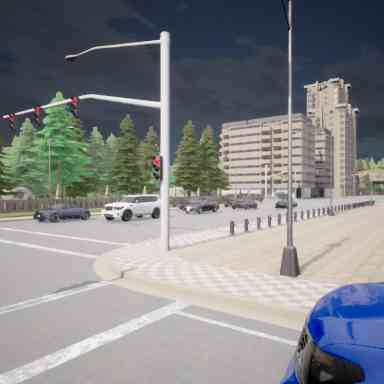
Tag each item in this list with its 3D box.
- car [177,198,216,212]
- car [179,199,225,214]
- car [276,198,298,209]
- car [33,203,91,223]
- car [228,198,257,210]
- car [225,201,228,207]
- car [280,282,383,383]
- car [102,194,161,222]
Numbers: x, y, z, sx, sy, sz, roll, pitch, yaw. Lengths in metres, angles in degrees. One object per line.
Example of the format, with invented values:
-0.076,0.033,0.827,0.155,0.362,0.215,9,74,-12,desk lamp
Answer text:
0.641,1.547,40.726,2.033,1.411,5.357,0,0,36,car
1.058,1.491,35.283,2.128,1.511,4.902,0,0,36,car
13.114,1.564,45.826,1.994,1.385,4.181,0,0,35,car
-9.999,1.564,25.809,1.994,1.385,4.181,0,0,35,car
6.884,1.564,43.426,1.994,1.385,4.181,0,0,36,car
6.465,1.564,48.835,1.994,1.385,4.181,0,0,36,car
3.299,1.221,1.613,5.566,2.045,2.150,0,0,36,car
-4.706,1.221,27.203,2.150,2.045,5.566,0,0,35,car
